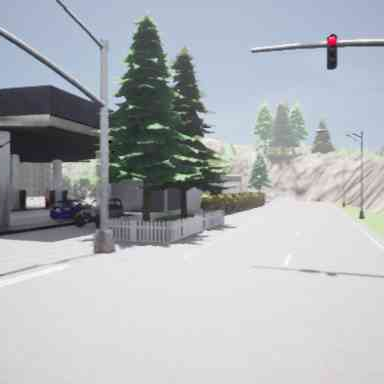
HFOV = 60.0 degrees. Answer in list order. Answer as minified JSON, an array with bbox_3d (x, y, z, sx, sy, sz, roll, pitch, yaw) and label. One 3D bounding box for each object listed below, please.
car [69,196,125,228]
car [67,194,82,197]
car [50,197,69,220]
[{"bbox_3d":[-6.141,1.362,22.707,1.905,1.878,3.866,0,0,20],"label":"car"},{"bbox_3d":[-28.487,1.237,75.934,5.027,1.636,2.152,0,0,20],"label":"car"},{"bbox_3d":[-9.992,1.514,28.711,2.242,1.667,4.611,0,0,20],"label":"car"}]
